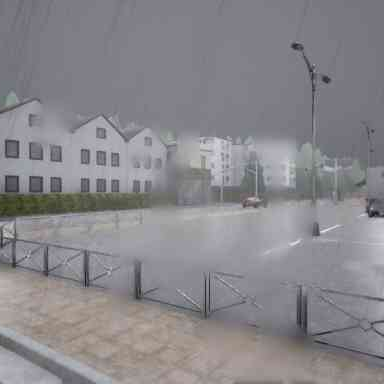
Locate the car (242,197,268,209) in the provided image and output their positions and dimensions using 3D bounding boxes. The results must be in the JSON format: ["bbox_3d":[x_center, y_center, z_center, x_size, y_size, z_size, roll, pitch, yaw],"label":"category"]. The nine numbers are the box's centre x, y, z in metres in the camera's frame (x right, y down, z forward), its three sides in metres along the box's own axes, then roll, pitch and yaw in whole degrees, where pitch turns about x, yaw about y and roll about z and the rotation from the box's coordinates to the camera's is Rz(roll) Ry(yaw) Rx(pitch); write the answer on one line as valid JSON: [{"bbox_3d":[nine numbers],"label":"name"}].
[{"bbox_3d":[8.104,1.334,42.799,1.812,1.442,4.674,0,0,36],"label":"car"}]

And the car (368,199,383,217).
[{"bbox_3d":[15.488,1.298,26.767,2.007,1.523,4.514,0,0,35],"label":"car"}]
